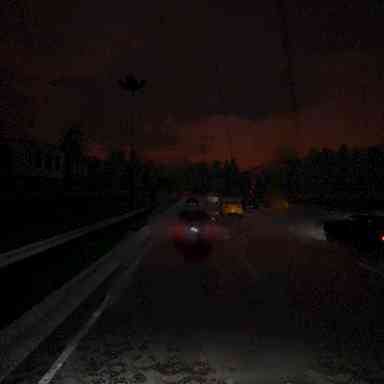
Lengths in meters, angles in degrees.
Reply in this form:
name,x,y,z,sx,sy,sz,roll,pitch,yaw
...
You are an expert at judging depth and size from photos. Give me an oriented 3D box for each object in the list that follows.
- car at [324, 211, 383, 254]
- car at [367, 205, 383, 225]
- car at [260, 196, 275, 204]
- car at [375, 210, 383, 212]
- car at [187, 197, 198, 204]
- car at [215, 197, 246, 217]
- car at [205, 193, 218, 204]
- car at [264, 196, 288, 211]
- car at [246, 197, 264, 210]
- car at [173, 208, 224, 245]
name,x,y,z,sx,sy,sz,roll,pitch,yaw
car,7.096,1.601,13.516,1.895,1.301,4.718,0,0,0
car,14.093,1.601,22.651,1.895,1.301,4.718,0,0,0
car,14.073,1.526,62.328,1.812,1.442,4.674,0,0,0
car,10.595,1.526,15.434,1.812,1.442,4.674,0,0,0
car,0.075,1.562,63.172,1.994,1.385,4.181,0,0,0
car,3.588,1.477,31.727,1.882,1.535,5.008,0,0,0
car,3.577,1.219,61.305,2.150,2.045,5.566,0,0,0
car,10.589,1.478,41.842,1.882,1.535,5.008,0,0,0
car,7.085,1.491,41.698,2.128,1.511,4.902,0,0,0
car,0.097,1.547,15.447,2.033,1.411,5.357,0,0,0
